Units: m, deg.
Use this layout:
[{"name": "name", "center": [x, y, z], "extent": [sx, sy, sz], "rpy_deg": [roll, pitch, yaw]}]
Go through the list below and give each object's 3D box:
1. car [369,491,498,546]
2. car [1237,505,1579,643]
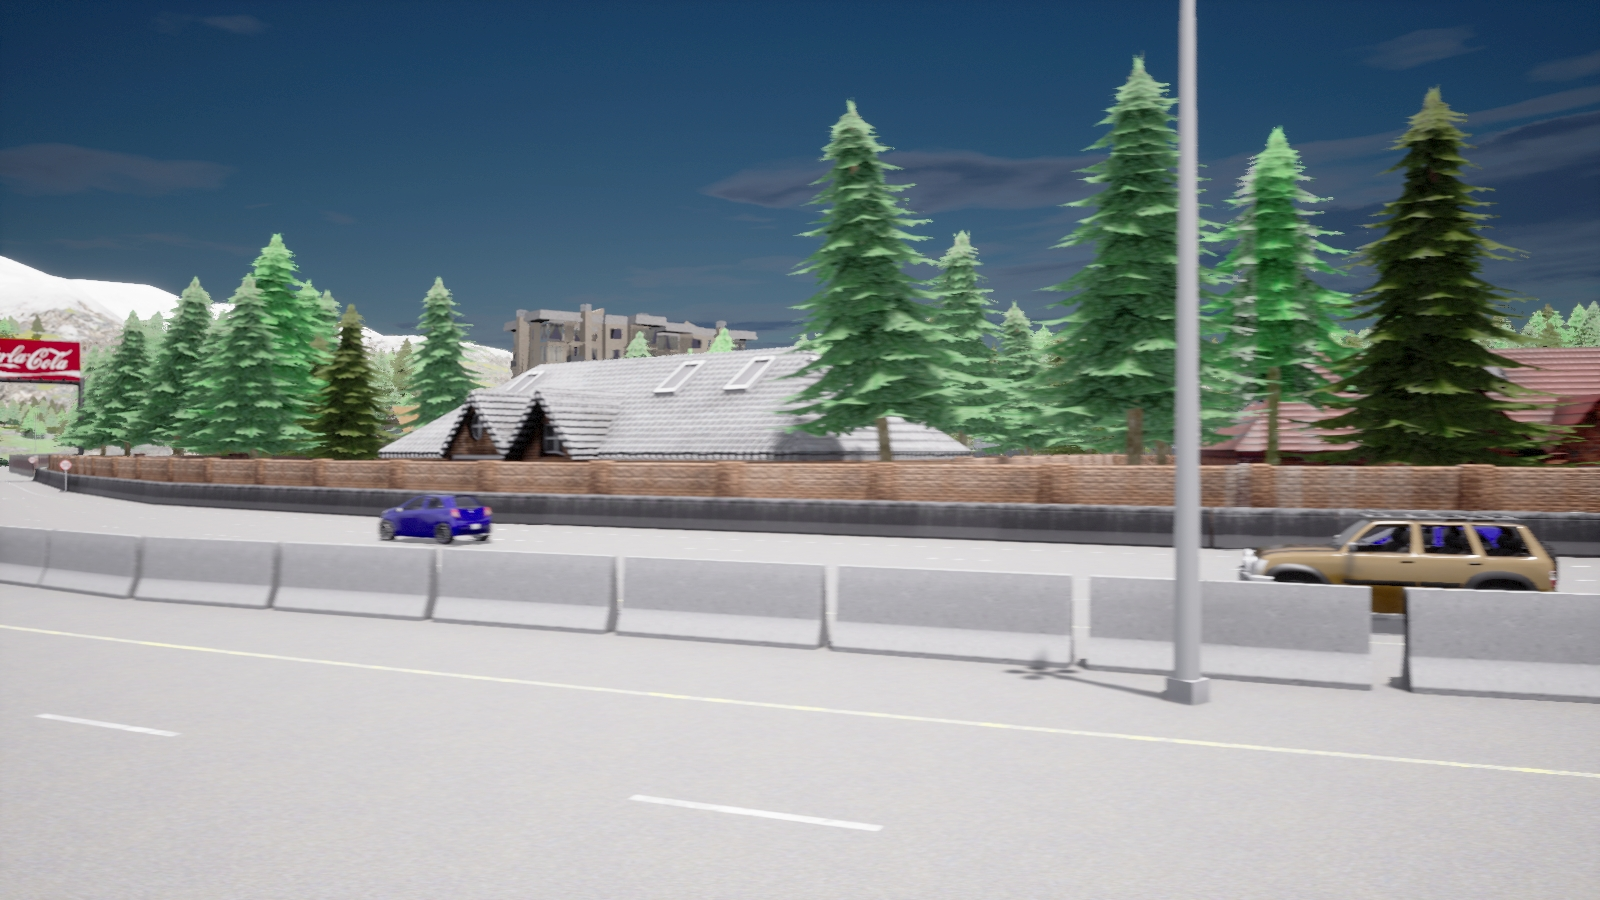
[{"name": "car", "center": [-11.351, 2.079, 35.389], "extent": [3.633, 1.501, 1.845], "rpy_deg": [0, 0, 30]}, {"name": "car", "center": [9.509, 1.893, 18.336], "extent": [4.605, 1.855, 1.932], "rpy_deg": [0, 0, 19]}]
